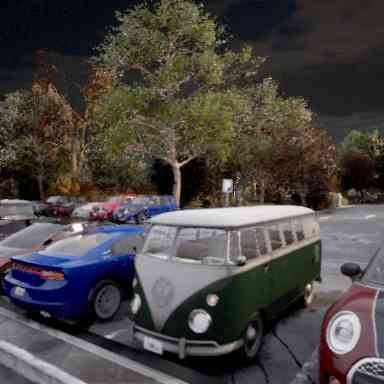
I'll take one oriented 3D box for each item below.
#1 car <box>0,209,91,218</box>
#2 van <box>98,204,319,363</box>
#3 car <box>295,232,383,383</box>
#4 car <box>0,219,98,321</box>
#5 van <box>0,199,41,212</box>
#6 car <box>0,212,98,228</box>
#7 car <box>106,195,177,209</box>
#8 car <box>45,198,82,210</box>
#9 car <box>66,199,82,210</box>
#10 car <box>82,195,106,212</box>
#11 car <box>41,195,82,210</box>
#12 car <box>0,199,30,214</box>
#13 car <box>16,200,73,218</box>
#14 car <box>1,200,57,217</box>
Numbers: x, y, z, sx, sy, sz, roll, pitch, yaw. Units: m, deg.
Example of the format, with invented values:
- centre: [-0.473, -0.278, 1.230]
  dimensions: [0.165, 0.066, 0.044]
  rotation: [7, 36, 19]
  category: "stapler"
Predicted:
- centre: [-5.984, 1.536, 10.735]
  dimensions: [2.163, 1.488, 4.792]
  rotation: [0, 0, 35]
  category: "car"
- centre: [0.816, 1.257, 5.788]
  dimensions: [1.878, 1.987, 4.442]
  rotation: [0, 0, 35]
  category: "van"
- centre: [3.186, 1.349, 4.283]
  dimensions: [2.185, 1.767, 4.553]
  rotation: [0, 0, 35]
  category: "car"
- centre: [-1.402, 1.490, 7.504]
  dimensions: [2.097, 1.535, 5.008]
  rotation: [0, 0, 35]
  category: "car"
- centre: [-8.320, 1.288, 12.289]
  dimensions: [1.878, 1.987, 4.442]
  rotation: [0, 0, 35]
  category: "van"
- centre: [-3.700, 1.528, 9.109]
  dimensions: [2.163, 1.488, 4.792]
  rotation: [0, 0, 35]
  category: "car"
- centre: [-3.268, 1.273, 24.855]
  dimensions: [2.435, 2.045, 5.566]
  rotation: [0, 0, 35]
  category: "car"
- centre: [-9.960, 1.554, 29.645]
  dimensions: [2.097, 1.535, 5.008]
  rotation: [0, 0, 35]
  category: "car"
- centre: [-7.790, 1.582, 28.104]
  dimensions: [2.002, 1.452, 4.674]
  rotation: [0, 0, 35]
  category: "car"
- centre: [-5.437, 1.281, 26.398]
  dimensions: [2.435, 2.045, 5.566]
  rotation: [0, 0, 35]
  category: "car"
- centre: [-12.244, 1.315, 31.242]
  dimensions: [2.435, 2.045, 5.566]
  rotation: [0, 0, 35]
  category: "car"
- centre: [-21.411, 1.628, 37.572]
  dimensions: [1.946, 1.575, 5.366]
  rotation: [0, 0, 35]
  category: "car"
- centre: [-14.478, 1.611, 32.901]
  dimensions: [2.163, 1.488, 4.792]
  rotation: [0, 0, 35]
  category: "car"
- centre: [-16.781, 1.627, 34.469]
  dimensions: [2.163, 1.488, 4.792]
  rotation: [0, 0, 35]
  category: "car"
